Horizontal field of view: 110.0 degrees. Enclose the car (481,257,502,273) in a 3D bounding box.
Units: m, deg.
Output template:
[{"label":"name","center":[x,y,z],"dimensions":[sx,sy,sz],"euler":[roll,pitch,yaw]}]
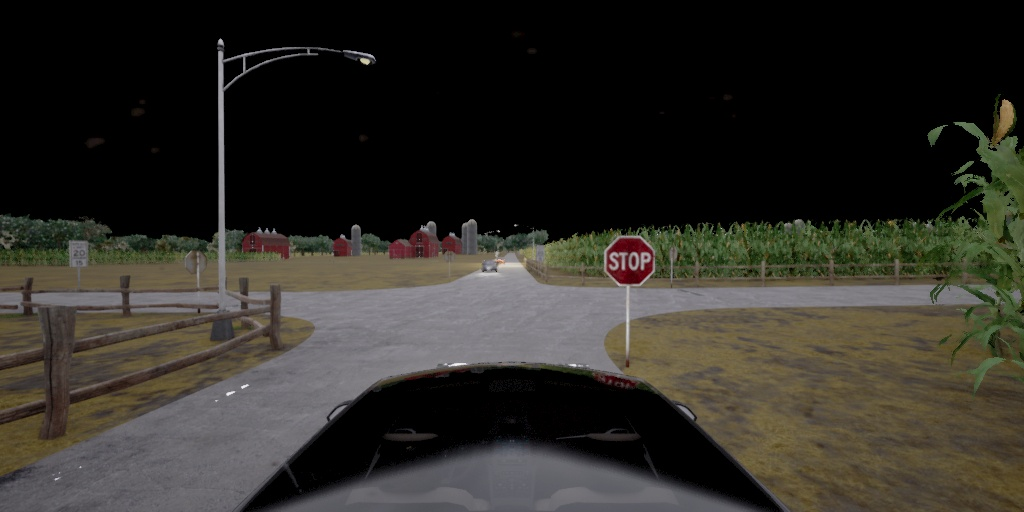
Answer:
[{"label":"car","center":[-2.653,1.241,43.571],"dimensions":[2.128,1.511,4.902],"euler":[0,1,0]}]
